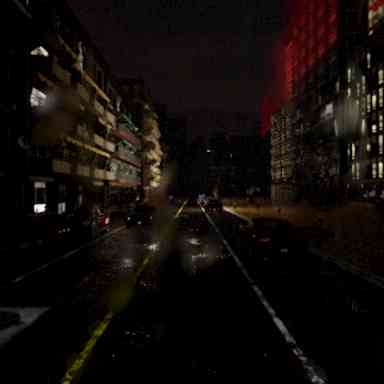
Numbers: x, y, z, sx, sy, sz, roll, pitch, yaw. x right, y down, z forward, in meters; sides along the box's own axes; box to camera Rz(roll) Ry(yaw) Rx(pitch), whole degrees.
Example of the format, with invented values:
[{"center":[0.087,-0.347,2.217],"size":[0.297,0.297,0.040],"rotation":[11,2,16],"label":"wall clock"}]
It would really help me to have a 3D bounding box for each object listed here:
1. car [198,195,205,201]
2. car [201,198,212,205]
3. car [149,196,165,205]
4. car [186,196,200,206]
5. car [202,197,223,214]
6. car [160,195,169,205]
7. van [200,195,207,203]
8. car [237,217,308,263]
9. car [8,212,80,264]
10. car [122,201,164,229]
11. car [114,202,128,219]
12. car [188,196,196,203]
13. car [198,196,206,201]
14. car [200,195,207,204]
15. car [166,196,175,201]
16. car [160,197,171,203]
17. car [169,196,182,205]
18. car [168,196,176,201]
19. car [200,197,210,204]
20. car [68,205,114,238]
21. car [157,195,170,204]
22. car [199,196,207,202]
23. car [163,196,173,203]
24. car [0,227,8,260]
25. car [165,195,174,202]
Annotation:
[{"center":[2.670,1.693,94.767],"size":[1.967,1.590,4.097],"rotation":[0,0,0],"label":"car"},{"center":[2.676,1.723,61.608],"size":[1.802,1.307,4.206],"rotation":[0,0,0],"label":"car"},{"center":[-5.703,1.654,50.554],"size":[1.887,1.381,4.507],"rotation":[0,0,0],"label":"car"},{"center":[-0.009,1.652,56.466],"size":[1.812,1.442,4.674],"rotation":[0,0,0],"label":"car"},{"center":[2.349,1.577,36.972],"size":[1.837,1.490,4.892],"rotation":[0,0,0],"label":"car"},{"center":[-5.705,1.666,61.437],"size":[1.752,1.417,4.829],"rotation":[0,0,0],"label":"car"},{"center":[2.672,1.535,78.188],"size":[1.690,1.788,3.998],"rotation":[0,0,0],"label":"van"},{"center":[2.683,1.566,11.868],"size":[1.887,1.381,4.507],"rotation":[0,0,0],"label":"car"},{"center":[-5.697,1.603,11.868],"size":[1.802,1.307,4.206],"rotation":[0,0,0],"label":"car"},{"center":[-3.103,1.565,22.000],"size":[1.812,1.442,4.674],"rotation":[0,0,0],"label":"car"},{"center":[-5.699,1.578,28.277],"size":[1.752,1.417,4.829],"rotation":[0,0,0],"label":"car"},{"center":[-0.008,1.543,71.746],"size":[1.837,1.490,4.892],"rotation":[0,0,0],"label":"car"},{"center":[2.672,1.798,89.241],"size":[1.947,1.339,4.313],"rotation":[0,0,0],"label":"car"},{"center":[2.677,1.549,50.554],"size":[1.967,1.590,4.097],"rotation":[0,0,0],"label":"car"},{"center":[-5.708,1.798,89.239],"size":[1.947,1.339,4.313],"rotation":[0,0,0],"label":"car"},{"center":[-5.705,1.726,72.660],"size":[2.008,1.369,4.403],"rotation":[0,0,0],"label":"car"},{"center":[-3.039,1.649,62.864],"size":[1.837,1.490,4.892],"rotation":[0,0,1],"label":"car"},{"center":[-5.709,1.798,94.766],"size":[1.887,1.381,4.507],"rotation":[0,0,0],"label":"car"},{"center":[2.675,1.740,67.134],"size":[1.802,1.307,4.206],"rotation":[0,0,0],"label":"car"},{"center":[-5.699,1.471,17.394],"size":[1.967,1.590,4.097],"rotation":[0,0,0],"label":"car"},{"center":[-5.707,1.473,67.134],"size":[2.192,1.841,5.009],"rotation":[0,0,0],"label":"car"},{"center":[2.673,1.738,83.883],"size":[1.752,1.417,4.829],"rotation":[0,0,0],"label":"car"},{"center":[-5.706,1.744,78.187],"size":[2.008,1.369,4.403],"rotation":[0,0,0],"label":"car"},{"center":[-5.697,1.451,6.341],"size":[1.967,1.590,4.097],"rotation":[0,0,0],"label":"car"},{"center":[-5.708,1.652,83.712],"size":[1.967,1.590,4.097],"rotation":[0,0,0],"label":"car"}]
